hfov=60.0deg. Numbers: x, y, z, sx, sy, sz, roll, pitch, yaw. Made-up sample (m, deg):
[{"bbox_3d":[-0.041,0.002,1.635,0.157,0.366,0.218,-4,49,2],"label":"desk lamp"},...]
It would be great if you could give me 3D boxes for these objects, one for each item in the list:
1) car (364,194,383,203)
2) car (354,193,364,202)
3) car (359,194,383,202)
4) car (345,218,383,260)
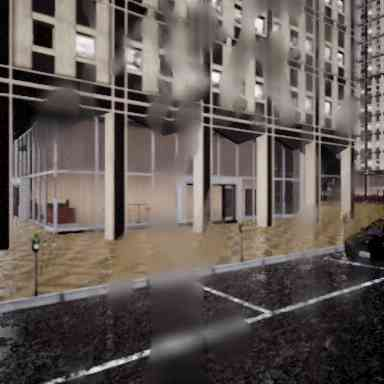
[{"bbox_3d":[31.301,1.215,54.741,1.802,1.307,4.206,1,0,-36],"label":"car"},{"bbox_3d":[28.059,0.841,59.269,2.192,1.841,5.009,1,0,-36],"label":"car"},{"bbox_3d":[34.825,1.112,64.205,1.802,1.307,4.206,1,0,-36],"label":"car"},{"bbox_3d":[7.172,1.587,11.683,4.313,1.339,1.947,0,0,-36],"label":"car"}]
